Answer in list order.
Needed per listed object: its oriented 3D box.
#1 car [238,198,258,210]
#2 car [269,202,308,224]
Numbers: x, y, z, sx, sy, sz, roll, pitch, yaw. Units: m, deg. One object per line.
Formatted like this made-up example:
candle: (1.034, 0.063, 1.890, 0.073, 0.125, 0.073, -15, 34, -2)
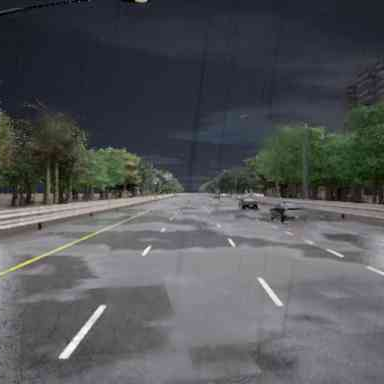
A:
car: (7.097, 1.499, 42.424, 1.882, 1.535, 5.008, 0, 0, 0)
car: (7.038, 1.494, 24.641, 2.128, 1.511, 4.902, 0, 0, 0)
